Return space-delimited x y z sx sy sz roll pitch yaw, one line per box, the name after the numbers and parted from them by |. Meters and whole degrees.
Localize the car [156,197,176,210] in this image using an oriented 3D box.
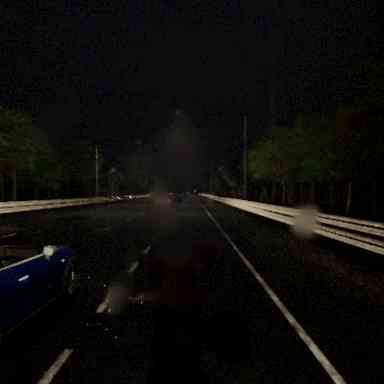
-3.483 1.637 42.689 1.895 1.301 4.718 0 0 0 | car

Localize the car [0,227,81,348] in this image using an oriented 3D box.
-3.497 1.354 5.493 2.097 1.767 4.553 0 0 0 | car

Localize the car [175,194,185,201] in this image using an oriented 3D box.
-3.465 1.573 82.330 1.994 1.385 4.181 0 0 0 | car
